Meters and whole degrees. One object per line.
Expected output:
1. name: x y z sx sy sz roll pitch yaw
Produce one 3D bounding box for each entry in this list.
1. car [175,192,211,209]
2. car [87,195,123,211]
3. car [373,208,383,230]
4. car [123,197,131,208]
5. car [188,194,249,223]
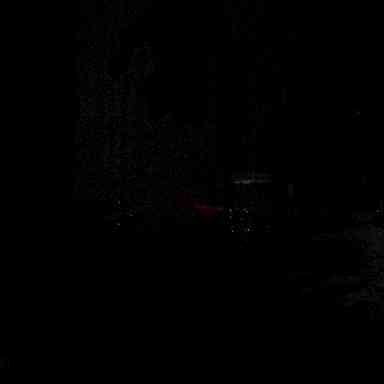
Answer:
1. car: 0.180 1.061 38.534 2.150 2.045 5.566 1 0 -36
2. car: -9.511 1.147 35.139 1.882 1.535 5.008 1 0 -36
3. car: 13.823 1.395 19.597 2.150 2.045 5.566 1 0 -36
4. car: -9.105 1.137 40.144 1.882 1.535 5.008 1 0 -36
5. car: 2.072 1.277 24.618 2.097 1.767 4.553 1 0 -36
